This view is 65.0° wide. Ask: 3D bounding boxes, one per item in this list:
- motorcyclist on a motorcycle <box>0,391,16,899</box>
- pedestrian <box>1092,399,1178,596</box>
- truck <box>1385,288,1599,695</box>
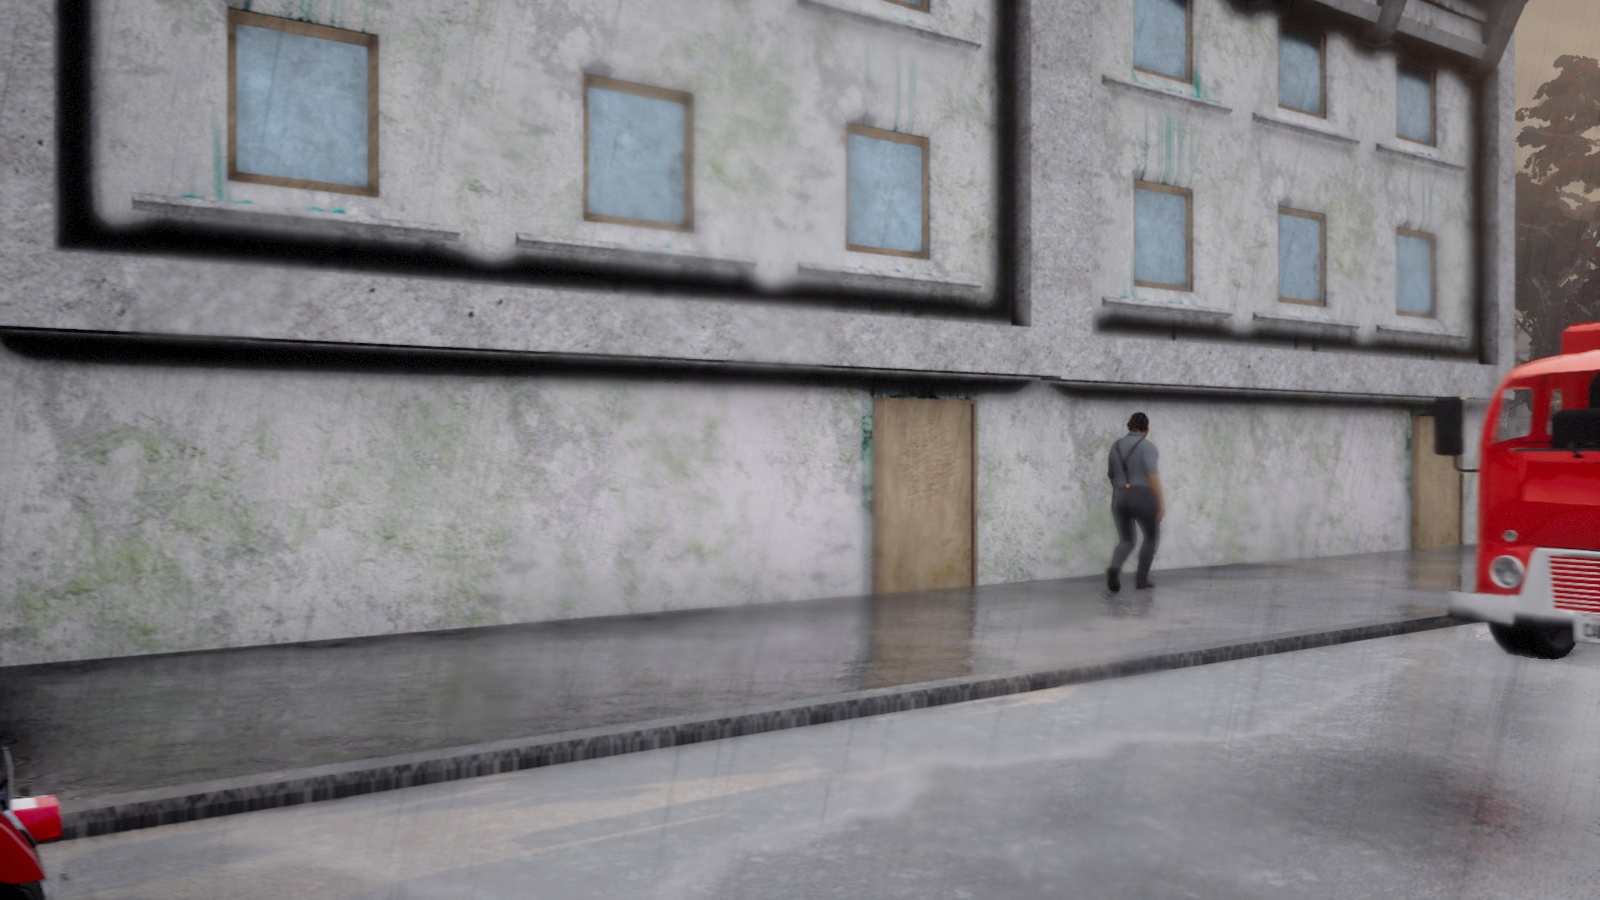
[{"bbox_3d":[-2.839,0.711,2.291,2.350,1.649,0.766,0,0,-35],"label":"motorcyclist on a motorcycle"},{"bbox_3d":[3.266,0.445,12.249,0.540,1.848,0.694,0,0,43],"label":"pedestrian"},{"bbox_3d":[6.952,0.222,9.112,5.204,2.467,2.627,-1,0,-35],"label":"truck"}]
